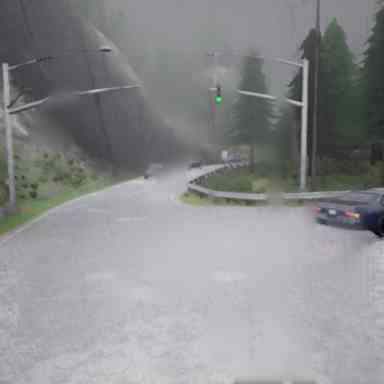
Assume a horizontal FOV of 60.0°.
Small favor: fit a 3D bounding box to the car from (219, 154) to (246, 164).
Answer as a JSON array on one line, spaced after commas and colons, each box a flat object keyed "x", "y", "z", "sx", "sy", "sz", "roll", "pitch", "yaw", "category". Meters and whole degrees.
[{"x": 6.442, "y": -5.151, "z": 52.639, "sx": 4.892, "sy": 1.490, "sz": 1.837, "roll": -10, "pitch": 10, "yaw": -40, "category": "car"}]

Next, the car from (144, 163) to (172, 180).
[{"x": -3.641, "y": -2.267, "z": 35.910, "sx": 1.837, "sy": 1.490, "sz": 4.892, "roll": 1, "pitch": 9, "yaw": 15, "category": "car"}]

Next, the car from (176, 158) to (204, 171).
[{"x": -0.223, "y": -3.725, "z": 44.740, "sx": 2.128, "sy": 1.511, "sz": 4.902, "roll": 3, "pitch": 10, "yaw": 32, "category": "car"}]

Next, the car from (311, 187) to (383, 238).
[{"x": 6.542, "y": 0.548, "z": 11.107, "sx": 5.357, "sy": 1.411, "sz": 2.033, "roll": -3, "pitch": 5, "yaw": -24, "category": "car"}]
